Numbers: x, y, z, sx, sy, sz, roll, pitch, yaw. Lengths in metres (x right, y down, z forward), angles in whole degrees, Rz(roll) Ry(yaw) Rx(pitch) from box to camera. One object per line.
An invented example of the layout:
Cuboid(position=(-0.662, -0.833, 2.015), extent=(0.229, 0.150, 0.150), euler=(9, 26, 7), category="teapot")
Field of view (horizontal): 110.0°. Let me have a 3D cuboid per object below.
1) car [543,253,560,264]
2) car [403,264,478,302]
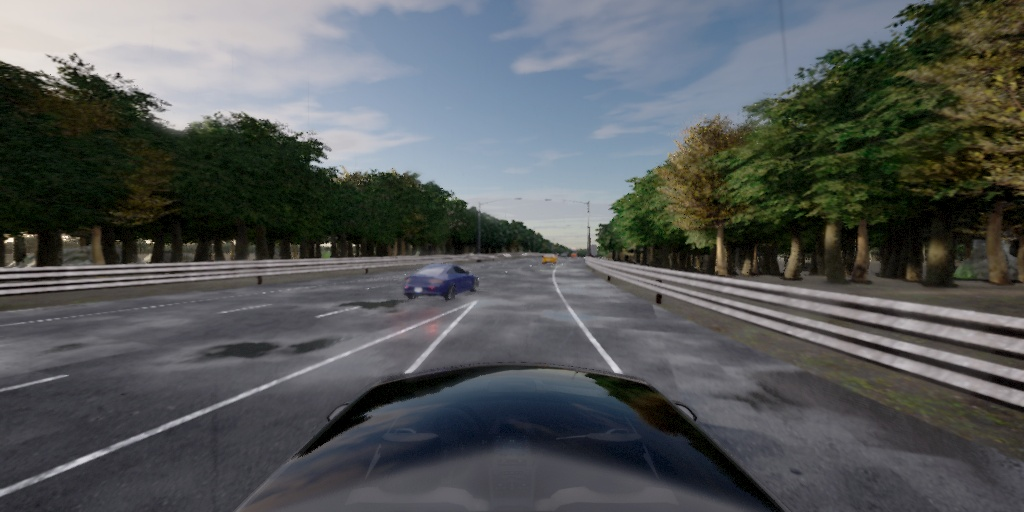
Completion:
Cuboid(position=(5.815, 0.433, 54.283), extent=(1.882, 1.535, 5.008), euler=(0, 1, 13), category="car")
Cuboid(position=(-2.948, 1.053, 15.534), extent=(1.812, 1.442, 4.674), euler=(0, 1, 13), category="car")
